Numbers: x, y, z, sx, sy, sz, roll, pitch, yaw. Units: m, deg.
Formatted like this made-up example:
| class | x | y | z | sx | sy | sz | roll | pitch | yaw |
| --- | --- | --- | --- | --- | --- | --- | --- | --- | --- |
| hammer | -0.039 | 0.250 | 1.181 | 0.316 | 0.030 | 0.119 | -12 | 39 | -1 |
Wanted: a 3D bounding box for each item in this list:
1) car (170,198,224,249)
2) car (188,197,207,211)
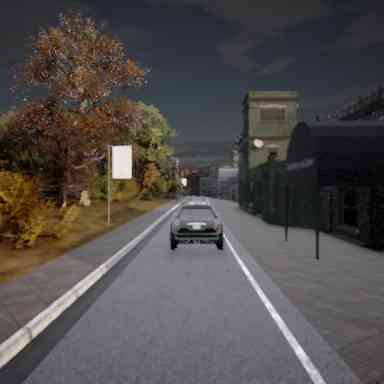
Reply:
| class | x | y | z | sx | sy | sz | roll | pitch | yaw |
| --- | --- | --- | --- | --- | --- | --- | --- | --- | --- |
| car | 0.203 | 1.335 | 14.726 | 2.097 | 1.767 | 4.553 | 0 | 0 | 1 |
| car | 0.619 | 1.252 | 35.831 | 1.895 | 1.301 | 4.718 | 0 | 1 | 2 |
